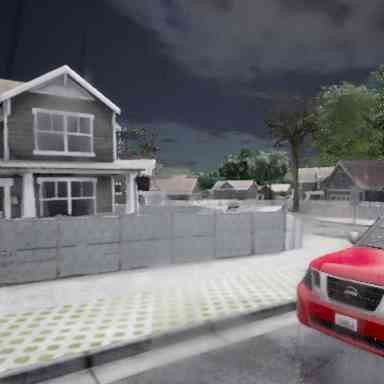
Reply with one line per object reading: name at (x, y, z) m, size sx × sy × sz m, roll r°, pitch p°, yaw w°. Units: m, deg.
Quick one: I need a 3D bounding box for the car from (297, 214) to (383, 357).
car at (4.293, 1.311, 5.702) m, size 5.566 × 2.045 × 2.150 m, roll 0°, pitch 0°, yaw -32°

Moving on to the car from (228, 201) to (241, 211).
car at (7.425, 2.428, 58.015) m, size 1.837 × 1.490 × 4.892 m, roll -1°, pitch -1°, yaw 10°
